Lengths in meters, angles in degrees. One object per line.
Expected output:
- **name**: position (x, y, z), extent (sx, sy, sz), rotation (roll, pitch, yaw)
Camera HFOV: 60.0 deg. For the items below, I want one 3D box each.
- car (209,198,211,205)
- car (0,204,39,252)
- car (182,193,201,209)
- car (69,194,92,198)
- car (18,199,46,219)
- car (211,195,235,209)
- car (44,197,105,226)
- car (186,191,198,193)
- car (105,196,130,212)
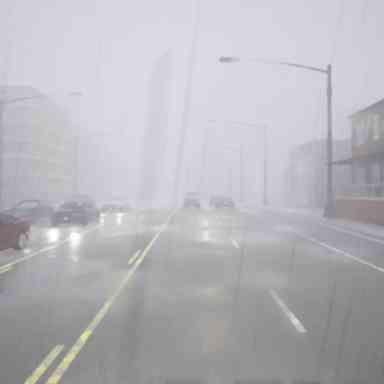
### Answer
- **car**: position (3.479, 1.190, 47.364), extent (2.128, 1.511, 4.902), rotation (0, -1, 0)
- **car**: position (-7.105, 1.375, 10.706), extent (1.882, 1.535, 5.008), rotation (0, 1, 0)
- **car**: position (-0.023, 1.092, 36.248), extent (1.812, 1.442, 4.674), rotation (0, 0, 0)
- **car**: position (-10.592, 0.927, 31.218), extent (2.097, 1.767, 4.553), rotation (0, 0, 0)
- **car**: position (-10.608, 1.206, 22.073), extent (1.812, 1.442, 4.674), rotation (0, 1, 0)
- **car**: position (3.477, 1.130, 36.282), extent (1.994, 1.385, 4.181), rotation (0, 0, 0)
- **car**: position (-7.106, 1.271, 20.676), extent (1.994, 1.385, 4.181), rotation (0, 1, 0)
- **car**: position (-0.027, 0.908, 46.722), extent (2.150, 2.045, 5.566), rotation (0, -1, 0)
- **car**: position (-7.092, 1.097, 31.333), extent (1.812, 1.442, 4.674), rotation (0, 0, 0)
